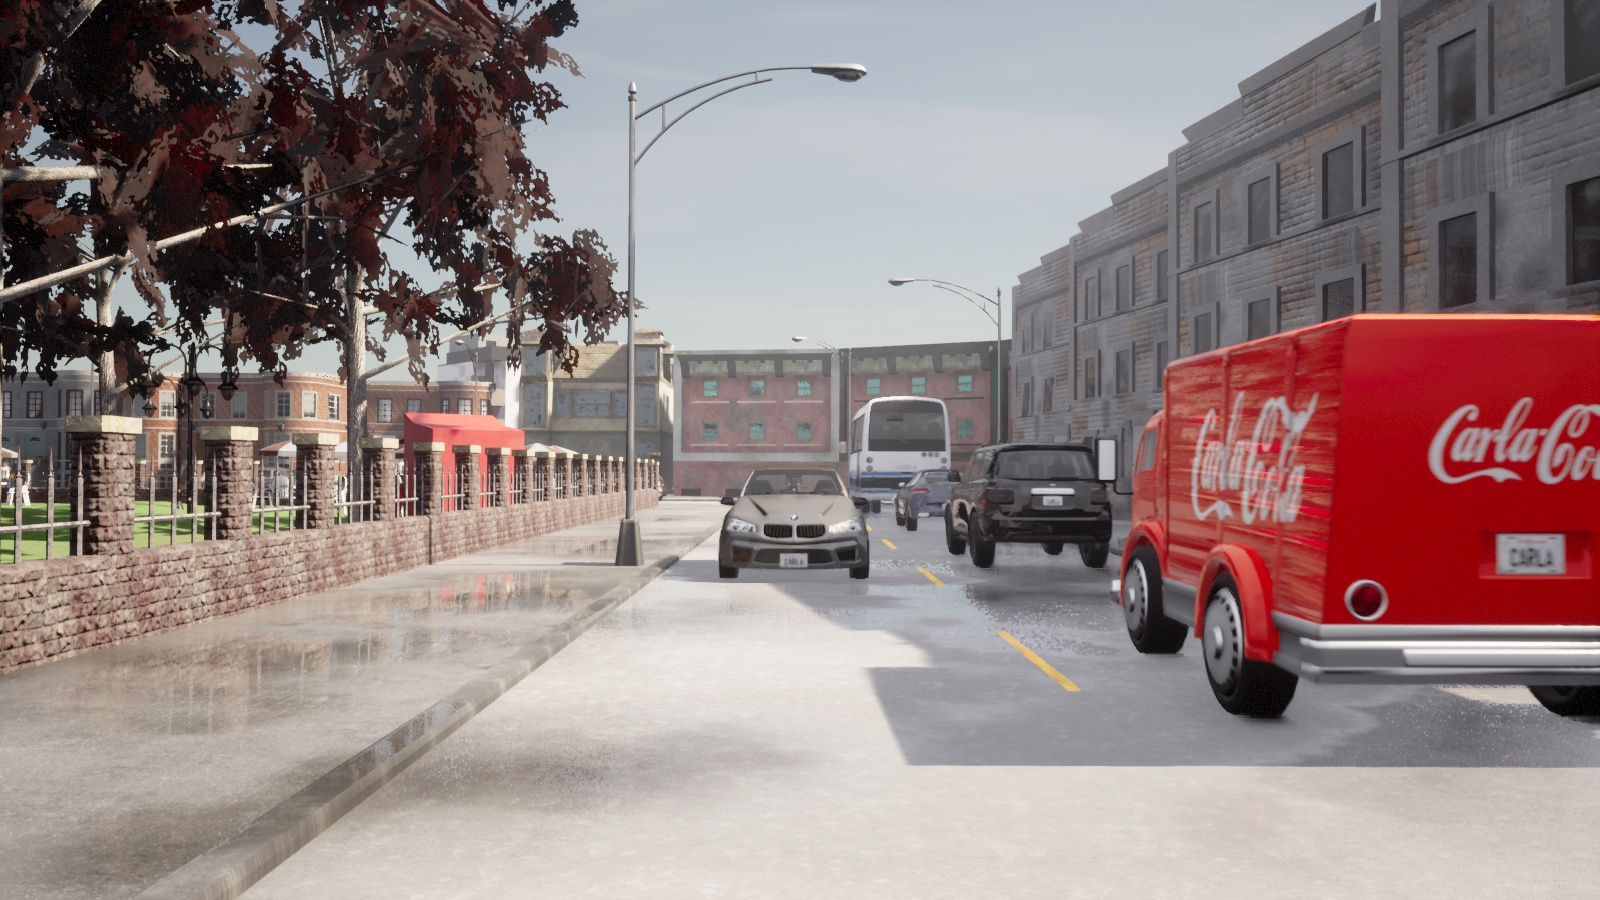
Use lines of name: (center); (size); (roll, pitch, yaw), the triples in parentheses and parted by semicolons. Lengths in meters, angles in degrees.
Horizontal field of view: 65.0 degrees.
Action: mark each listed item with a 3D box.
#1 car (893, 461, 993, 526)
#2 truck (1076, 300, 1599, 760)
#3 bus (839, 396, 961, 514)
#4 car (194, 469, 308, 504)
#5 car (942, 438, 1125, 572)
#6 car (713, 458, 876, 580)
car: (3.849, 1.160, 34.723); (2.152, 1.651, 5.027); (0, -1, 0)
truck: (3.962, 0.469, 9.363); (2.627, 2.467, 5.204); (0, -1, 0)
bus: (3.763, 0.266, 50.251); (3.944, 4.253, 10.273); (0, -1, 0)
car: (-26.865, 1.798, 61.614); (4.611, 1.667, 2.242); (0, -1, 0)
car: (3.906, 0.888, 22.113); (2.150, 2.045, 5.566); (0, -1, 0)
car: (-0.083, 0.988, 19.600); (2.242, 1.667, 4.611); (0, -1, 0)
